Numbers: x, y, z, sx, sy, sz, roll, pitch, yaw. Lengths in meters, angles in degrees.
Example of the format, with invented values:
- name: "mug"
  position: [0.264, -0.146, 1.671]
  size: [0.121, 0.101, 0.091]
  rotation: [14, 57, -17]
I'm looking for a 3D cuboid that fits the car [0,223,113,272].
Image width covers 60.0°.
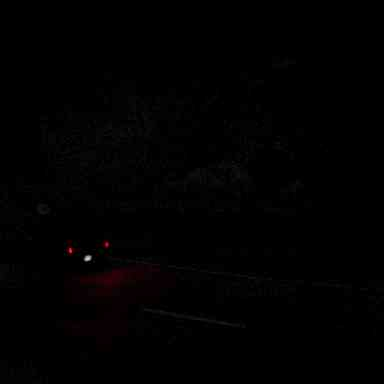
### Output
- name: "car"
  position: [-4.893, 1.686, 11.137]
  size: [4.718, 1.301, 1.895]
  rotation: [-1, 0, 35]
